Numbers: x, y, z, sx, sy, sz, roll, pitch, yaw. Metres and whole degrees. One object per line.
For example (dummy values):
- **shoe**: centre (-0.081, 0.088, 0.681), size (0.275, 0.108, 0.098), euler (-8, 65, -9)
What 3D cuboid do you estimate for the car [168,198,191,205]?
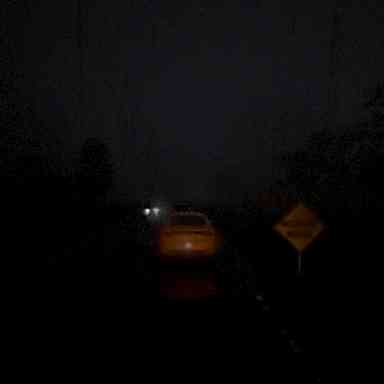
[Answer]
- **car**: centre (-1.054, 1.520, 30.696), size (1.812, 1.442, 4.674), euler (0, 0, -4)

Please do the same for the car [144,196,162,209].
- **car**: centre (-5.497, 1.564, 45.858), size (1.994, 1.385, 4.181), euler (0, 0, -5)

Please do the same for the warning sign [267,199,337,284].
- **warning sign**: centre (2.556, 1.111, 7.907), size (1.300, 1.860, 1.060), euler (0, 0, -1)

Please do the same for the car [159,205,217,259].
- **car**: centre (-0.174, 1.474, 12.667), size (1.882, 1.535, 5.008), euler (0, 0, -2)

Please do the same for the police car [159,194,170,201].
- **police car**: centre (-6.524, 1.434, 82.923), size (1.930, 1.638, 5.238), euler (0, 0, -10)
